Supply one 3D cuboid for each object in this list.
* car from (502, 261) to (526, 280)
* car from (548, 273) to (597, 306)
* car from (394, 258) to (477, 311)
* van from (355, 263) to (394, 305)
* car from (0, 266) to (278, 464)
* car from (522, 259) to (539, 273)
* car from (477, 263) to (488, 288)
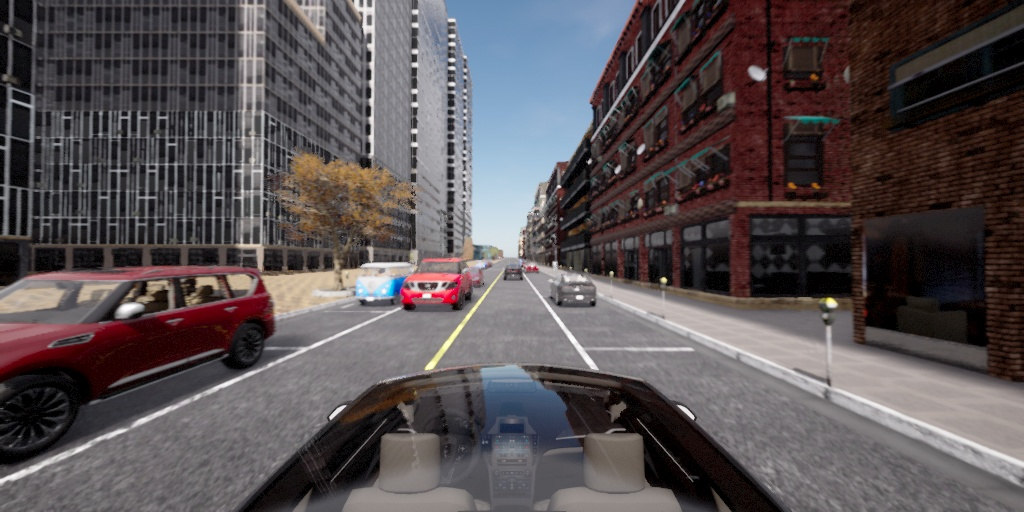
[{"bbox_3d":[0.116,1.526,35.020,1.837,1.490,4.892,0,0,0],"label":"car"},{"bbox_3d":[2.697,1.429,16.466,2.007,1.370,4.403,0,0,0],"label":"car"},{"bbox_3d":[-2.999,1.083,15.451,2.150,2.045,5.566,0,-1,0],"label":"car"},{"bbox_3d":[-5.684,1.204,16.454,1.690,1.789,3.998,0,0,0],"label":"van"},{"bbox_3d":[-5.693,1.084,5.161,2.192,1.841,5.009,0,0,0],"label":"car"},{"bbox_3d":[2.726,1.578,50.348,1.967,1.591,4.097,0,0,0],"label":"car"},{"bbox_3d":[-2.997,1.470,25.927,1.812,1.442,4.674,0,-1,0],"label":"car"}]
